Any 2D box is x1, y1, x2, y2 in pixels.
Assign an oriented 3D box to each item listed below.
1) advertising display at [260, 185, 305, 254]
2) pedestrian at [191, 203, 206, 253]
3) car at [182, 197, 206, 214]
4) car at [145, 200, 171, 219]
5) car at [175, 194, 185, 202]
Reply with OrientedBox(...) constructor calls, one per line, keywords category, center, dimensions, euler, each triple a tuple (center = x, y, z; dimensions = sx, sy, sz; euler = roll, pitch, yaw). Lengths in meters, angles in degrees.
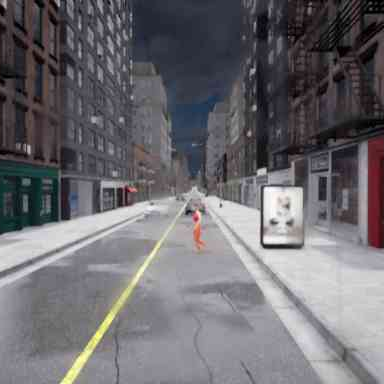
OrientedBox(category="advertising display", center=(3.255, 0.980, 11.990), dimensions=(1.540, 2.440, 0.280), euler=(0, 1, 1))
OrientedBox(category="pedestrian", center=(0.181, 1.250, 11.969), dimensions=(0.375, 1.860, 0.375), euler=(-1, 1, -14))
OrientedBox(category="car", center=(0.373, 1.439, 32.819), dimensions=(1.994, 1.385, 4.181), euler=(0, 0, 1))
OrientedBox(category="car", center=(-2.839, 1.419, 28.236), dimensions=(1.812, 1.442, 4.674), euler=(0, 0, 1))
OrientedBox(category="car", center=(-2.373, 1.222, 68.705), dimensions=(1.837, 1.490, 4.892), euler=(0, 0, 1))
